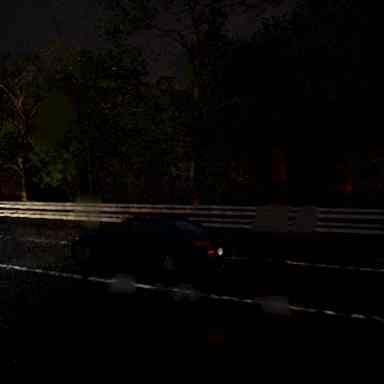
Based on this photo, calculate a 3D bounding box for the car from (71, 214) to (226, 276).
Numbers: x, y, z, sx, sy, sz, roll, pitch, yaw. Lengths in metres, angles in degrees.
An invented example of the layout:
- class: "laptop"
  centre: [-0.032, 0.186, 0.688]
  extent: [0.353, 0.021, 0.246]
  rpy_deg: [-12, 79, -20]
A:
- class: "car"
  centre: [-1.339, 1.367, 9.635]
  extent: [4.674, 1.442, 1.812]
  rpy_deg: [0, 2, 25]
